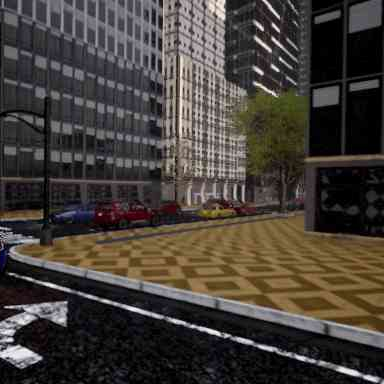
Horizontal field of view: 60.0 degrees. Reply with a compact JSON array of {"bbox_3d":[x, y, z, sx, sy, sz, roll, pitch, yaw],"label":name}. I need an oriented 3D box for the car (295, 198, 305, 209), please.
[{"bbox_3d":[19.196,1.857,54.269,2.192,1.841,5.009,1,0,36],"label":"car"}]

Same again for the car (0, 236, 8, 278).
[{"bbox_3d":[-6.842,1.350,8.911,4.553,1.767,2.097,0,0,40],"label":"car"}]

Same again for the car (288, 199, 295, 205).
[{"bbox_3d":[22.505,2.124,72.837,1.802,1.307,4.206,1,0,36],"label":"car"}]

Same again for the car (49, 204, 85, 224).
[{"bbox_3d":[-8.733,1.656,26.232,2.033,1.411,5.357,1,0,37],"label":"car"}]

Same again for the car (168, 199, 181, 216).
[{"bbox_3d":[-3.105,1.544,33.835,2.097,1.767,4.553,1,0,37],"label":"car"}]

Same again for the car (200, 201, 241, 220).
[{"bbox_3d":[2.525,1.828,31.732,1.752,1.417,4.829,1,0,36],"label":"car"}]

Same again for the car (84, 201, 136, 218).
[{"bbox_3d":[-7.771,1.636,31.905,1.752,1.417,4.829,1,0,36],"label":"car"}]

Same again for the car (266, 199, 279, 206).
[{"bbox_3d":[15.699,1.973,63.635,1.752,1.417,4.829,1,0,36],"label":"car"}]

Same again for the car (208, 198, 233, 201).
[{"bbox_3d":[2.807,1.631,41.814,2.097,1.767,4.553,1,0,37],"label":"car"}]

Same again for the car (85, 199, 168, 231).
[{"bbox_3d":[-4.282,1.517,22.527,2.192,1.841,5.009,1,0,36],"label":"car"}]

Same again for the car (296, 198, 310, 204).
[{"bbox_3d":[25.857,2.139,77.370,2.008,1.369,4.403,1,0,36],"label":"car"}]

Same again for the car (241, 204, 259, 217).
[{"bbox_3d":[5.777,1.932,36.130,1.802,1.307,4.206,1,0,36],"label":"car"}]
